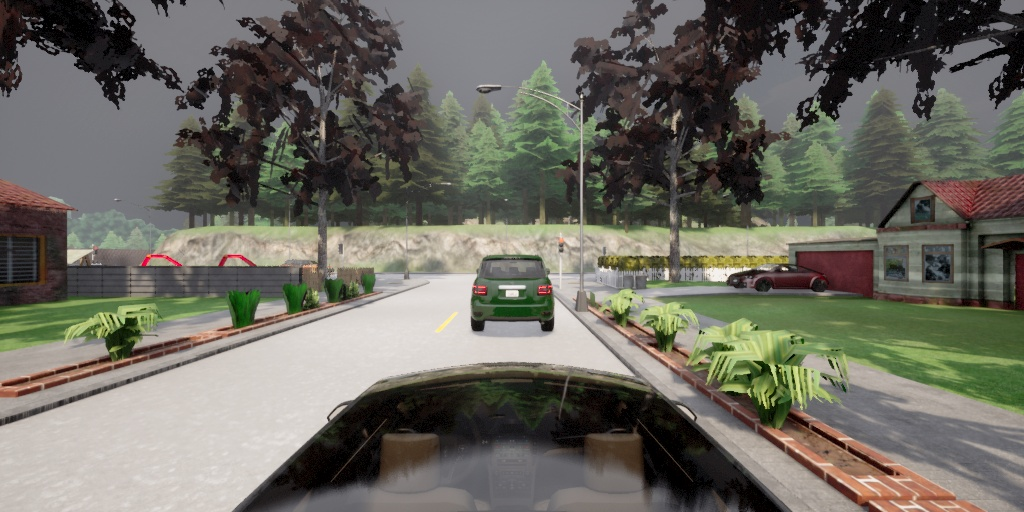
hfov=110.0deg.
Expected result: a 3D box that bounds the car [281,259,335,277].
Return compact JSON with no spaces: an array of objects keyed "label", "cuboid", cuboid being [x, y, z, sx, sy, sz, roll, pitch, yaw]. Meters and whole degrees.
[{"label":"car","cuboid":[-19.108,1.102,33.575,4.553,1.767,2.097,0,0,0]}]

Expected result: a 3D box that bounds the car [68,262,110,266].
[{"label":"car","cuboid":[-39.343,1.276,33.634,4.674,1.442,1.812,0,0,0]}]

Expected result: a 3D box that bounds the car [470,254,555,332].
[{"label":"car","cuboid":[0.031,0.971,11.067,2.150,2.045,5.566,0,0,1]}]
